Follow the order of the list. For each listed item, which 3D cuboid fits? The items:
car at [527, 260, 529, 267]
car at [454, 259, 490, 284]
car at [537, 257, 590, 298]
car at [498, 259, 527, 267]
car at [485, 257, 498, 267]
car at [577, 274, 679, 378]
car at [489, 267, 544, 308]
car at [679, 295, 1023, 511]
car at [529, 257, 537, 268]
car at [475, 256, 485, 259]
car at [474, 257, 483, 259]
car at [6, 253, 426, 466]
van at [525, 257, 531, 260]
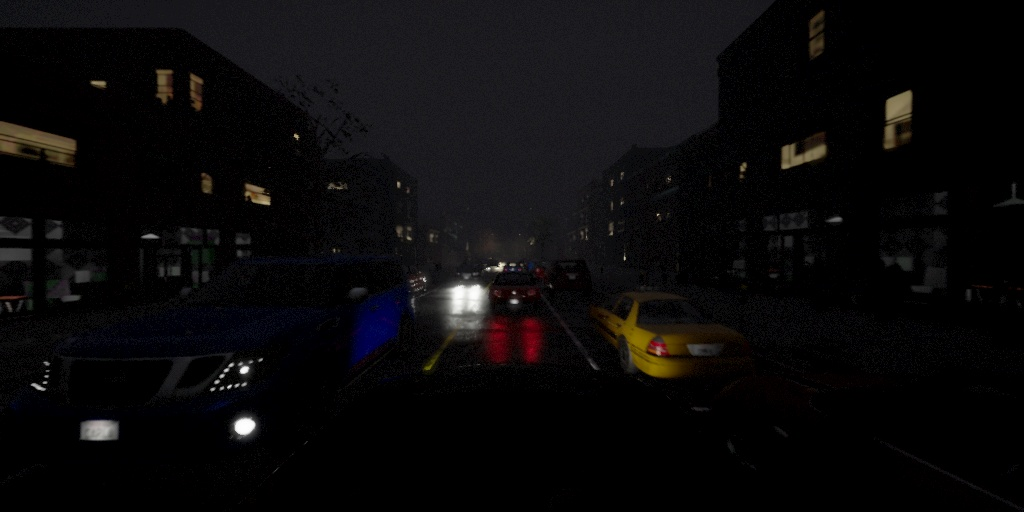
[{"bbox_3d":[2.674,1.263,34.861,1.802,1.307,4.207,0,0,0],"label":"car"},{"bbox_3d":[-3.038,1.194,26.474,2.128,1.511,4.902,0,0,0],"label":"car"},{"bbox_3d":[2.685,1.030,18.216,2.192,1.841,5.009,0,0,0],"label":"car"},{"bbox_3d":[0.071,1.232,33.547,2.033,1.411,5.357,0,0,0],"label":"car"},{"bbox_3d":[-3.076,1.180,58.634,2.033,1.411,5.357,0,0,1],"label":"car"},{"bbox_3d":[2.692,1.263,7.289,1.751,1.417,4.829,0,0,0],"label":"car"},{"bbox_3d":[0.092,1.324,14.910,1.895,1.301,4.718,0,0,0],"label":"car"},{"bbox_3d":[2.696,1.189,1.571,1.967,1.591,4.097,0,0,0],"label":"car"},{"bbox_3d":[2.678,1.132,29.312,1.967,1.591,4.097,0,0,0],"label":"car"},{"bbox_3d":[-5.725,0.940,62.595,2.192,1.841,5.009,0,0,0],"label":"car"},{"bbox_3d":[-5.717,1.200,51.498,2.007,1.370,4.403,0,0,0],"label":"car"},{"bbox_3d":[-3.101,0.967,5.459,2.150,2.045,5.566,0,0,0],"label":"car"},{"bbox_3d":[2.670,1.010,40.409,1.690,1.789,3.998,0,0,0],"label":"van"}]
